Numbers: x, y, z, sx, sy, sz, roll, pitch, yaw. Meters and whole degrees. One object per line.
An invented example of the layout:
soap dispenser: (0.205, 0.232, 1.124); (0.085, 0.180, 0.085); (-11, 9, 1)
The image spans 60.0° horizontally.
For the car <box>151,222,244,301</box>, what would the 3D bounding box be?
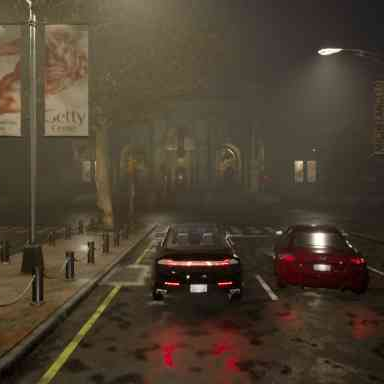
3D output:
car: (0.080, 1.492, 8.316); (2.128, 1.511, 4.902); (0, 0, -1)

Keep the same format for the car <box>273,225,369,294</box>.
car: (3.252, 1.564, 8.967); (1.994, 1.385, 4.181); (0, 0, 14)
